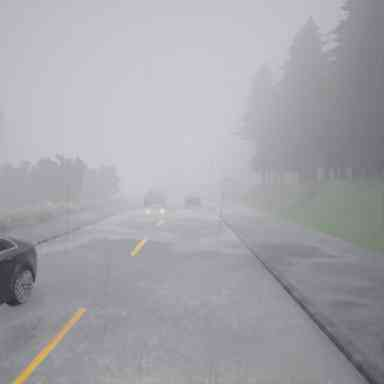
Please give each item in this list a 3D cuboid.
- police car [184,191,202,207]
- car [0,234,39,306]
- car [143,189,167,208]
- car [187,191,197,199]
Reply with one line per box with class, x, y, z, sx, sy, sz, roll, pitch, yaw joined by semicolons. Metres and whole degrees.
police car;0.116;0.836;39.081;1.930;1.638;5.238;0;1;0
car;-4.092;1.416;4.940;2.128;1.511;4.902;0;1;0
car;-4.030;0.661;37.204;2.150;2.045;5.566;0;1;1
car;0.062;0.528;63.248;1.882;1.535;5.008;0;1;1
